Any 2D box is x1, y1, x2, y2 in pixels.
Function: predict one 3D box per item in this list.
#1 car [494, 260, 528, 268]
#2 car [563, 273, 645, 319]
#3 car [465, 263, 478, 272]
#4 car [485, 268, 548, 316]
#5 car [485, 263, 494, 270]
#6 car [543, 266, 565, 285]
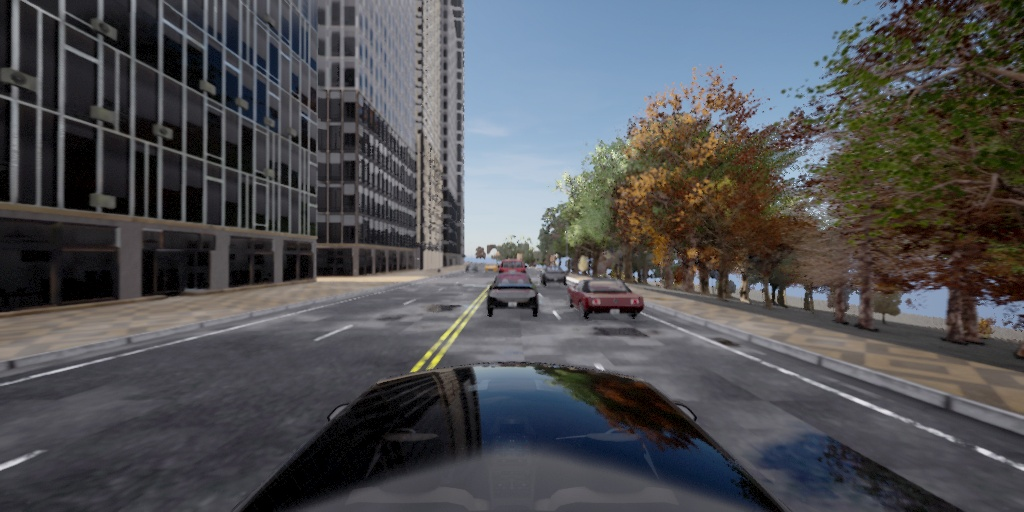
[{"bbox_3d":[0.025,1.309,28.036,2.150,2.045,5.566,0,0,1],"label":"car"},{"bbox_3d":[3.283,1.504,13.577,1.895,1.301,4.718,0,-1,1],"label":"car"},{"bbox_3d":[-6.700,1.962,59.993,2.128,1.511,4.902,0,-1,0],"label":"car"},{"bbox_3d":[0.040,1.402,14.169,2.128,1.511,4.902,0,-1,1],"label":"car"},{"bbox_3d":[-3.442,1.933,58.677,1.882,1.535,5.008,0,-1,0],"label":"car"},{"bbox_3d":[3.287,1.592,29.180,2.128,1.511,4.902,0,-1,1],"label":"car"}]
